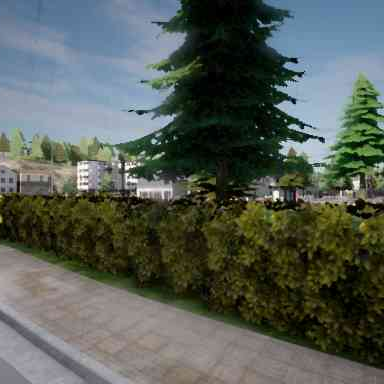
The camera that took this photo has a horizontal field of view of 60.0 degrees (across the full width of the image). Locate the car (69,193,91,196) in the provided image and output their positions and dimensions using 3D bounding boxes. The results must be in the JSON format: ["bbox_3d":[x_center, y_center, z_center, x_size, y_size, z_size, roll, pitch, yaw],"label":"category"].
[{"bbox_3d":[-26.509,1.154,81.290,5.027,1.636,2.152,0,0,-45],"label":"car"}]

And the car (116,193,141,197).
[{"bbox_3d":[-9.708,1.384,53.927,3.806,1.475,1.970,0,0,-45],"label":"car"}]

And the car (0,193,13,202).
[{"bbox_3d":[-41.123,1.097,71.368,4.605,1.855,1.932,0,0,-45],"label":"car"}]

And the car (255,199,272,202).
[{"bbox_3d":[9.885,1.478,44.371,5.008,1.535,1.882,0,0,-45],"label":"car"}]

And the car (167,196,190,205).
[{"bbox_3d":[-2.321,1.374,56.991,3.633,1.501,1.845,0,0,-45],"label":"car"}]

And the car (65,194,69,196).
[{"bbox_3d":[-31.230,1.232,85.648,3.806,1.475,1.970,0,0,-45],"label":"car"}]

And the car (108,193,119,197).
[{"bbox_3d":[-15.228,1.097,70.363,4.605,1.855,1.932,0,0,-45],"label":"car"}]

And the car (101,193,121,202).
[{"bbox_3d":[-17.555,1.077,72.150,3.866,1.878,1.905,0,0,-45],"label":"car"}]

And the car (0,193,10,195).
[{"bbox_3d":[-23.145,1.330,40.971,5.027,1.636,2.152,0,0,-45],"label":"car"}]
